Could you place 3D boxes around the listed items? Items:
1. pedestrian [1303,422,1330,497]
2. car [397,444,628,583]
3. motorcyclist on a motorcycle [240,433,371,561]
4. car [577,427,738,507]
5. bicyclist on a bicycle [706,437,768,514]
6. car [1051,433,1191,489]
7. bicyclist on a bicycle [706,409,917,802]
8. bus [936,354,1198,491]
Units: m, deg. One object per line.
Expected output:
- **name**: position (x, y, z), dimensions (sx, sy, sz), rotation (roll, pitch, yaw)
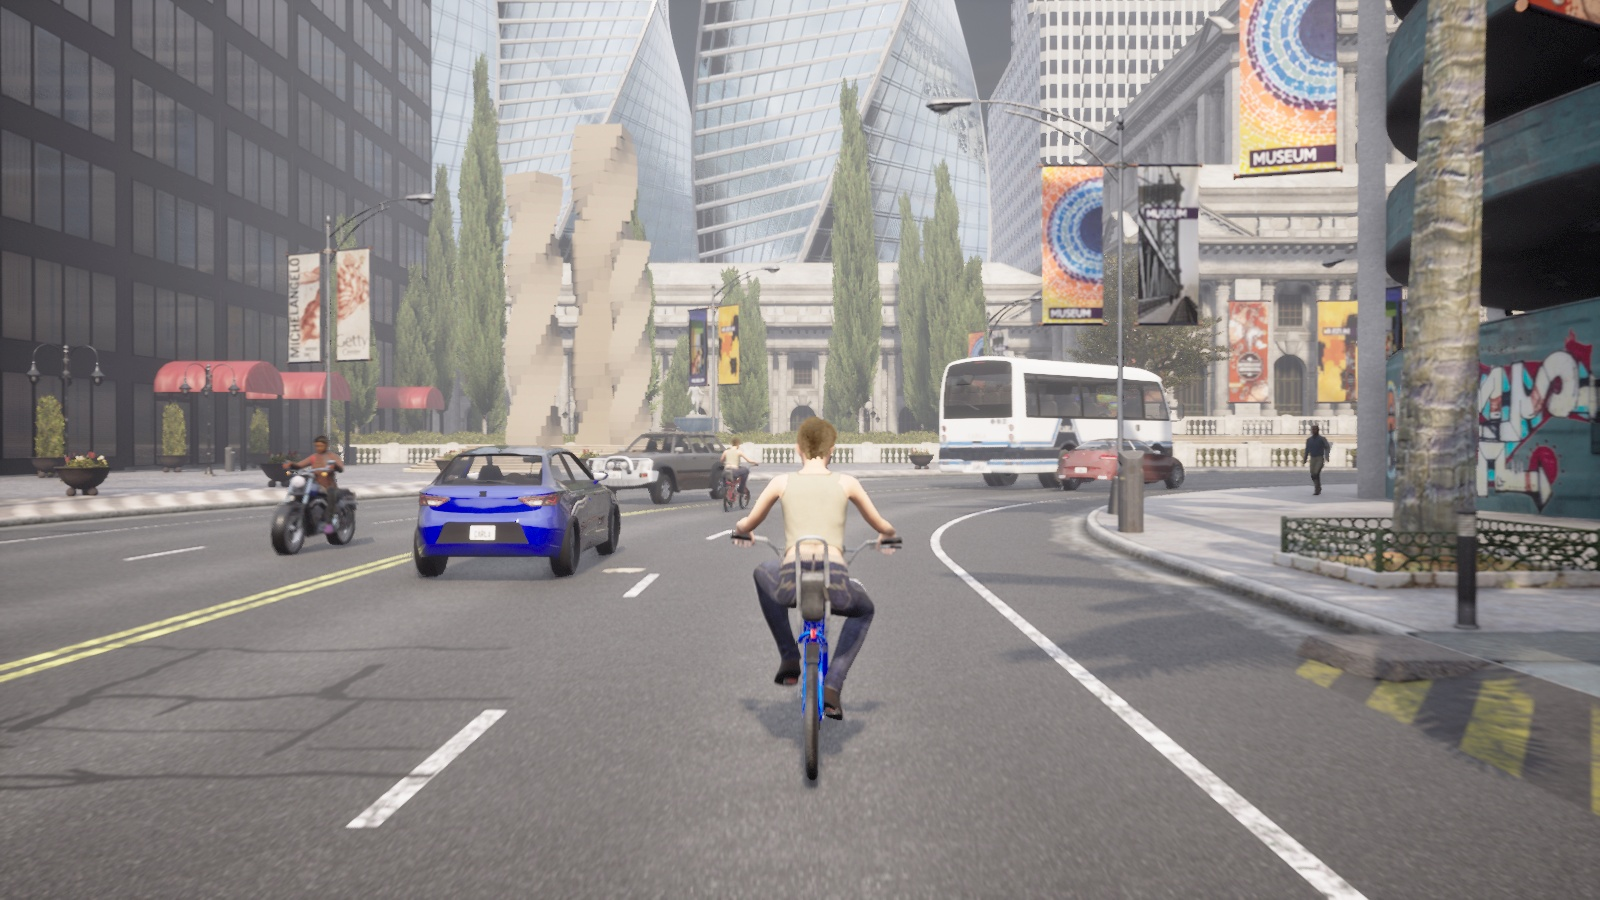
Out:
- **pedestrian**: position (12.874, 0.237, 31.289), dimensions (0.370, 1.835, 0.726), rotation (0, 0, 45)
- **car**: position (-3.354, 0.670, 15.485), dimensions (1.816, 1.474, 4.193), rotation (0, 0, 1)
- **motorcyclist on a motorcycle**: position (-6.773, 0.594, 17.359), dimensions (0.766, 1.649, 2.350), rotation (0, 1, 3)
- **car**: position (-3.487, 0.382, 31.695), dimensions (1.932, 1.855, 4.605), rotation (0, 0, 25)
- **bicyclist on a bicycle**: position (-1.360, 0.528, 27.353), dimensions (0.866, 1.612, 1.509), rotation (1, 0, 18)
- **car**: position (10.197, 0.310, 39.607), dimensions (2.152, 1.651, 5.027), rotation (0, 0, 43)
- **bicyclist on a bicycle**: position (0.069, 0.651, 5.947), dimensions (0.866, 1.612, 1.509), rotation (0, -1, 2)
- **bus**: position (9.551, -0.869, 43.853), dimensions (10.273, 4.253, 3.944), rotation (0, 0, -45)
